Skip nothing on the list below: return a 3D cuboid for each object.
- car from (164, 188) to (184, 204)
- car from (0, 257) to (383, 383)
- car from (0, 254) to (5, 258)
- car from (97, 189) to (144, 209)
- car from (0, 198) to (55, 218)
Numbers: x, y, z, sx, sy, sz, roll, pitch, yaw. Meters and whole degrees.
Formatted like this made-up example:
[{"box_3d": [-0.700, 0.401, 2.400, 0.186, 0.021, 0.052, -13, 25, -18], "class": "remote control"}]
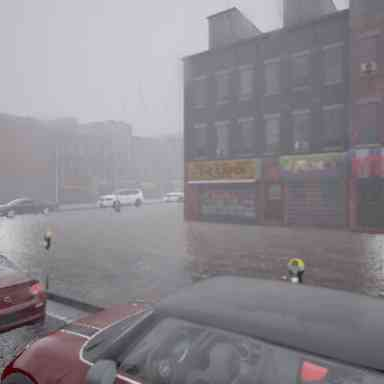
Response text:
[{"box_3d": [-1.456, 0.435, 45.066, 2.150, 2.045, 5.566, 0, 1, 35], "class": "car"}, {"box_3d": [0.226, 1.449, 2.644, 4.097, 1.590, 1.967, 0, 0, 36], "class": "car"}, {"box_3d": [-4.222, 1.629, 5.819, 4.206, 1.307, 1.802, -1, 0, 36], "class": "car"}, {"box_3d": [-7.707, 0.701, 36.292, 2.150, 2.045, 5.566, 0, 1, 35], "class": "car"}, {"box_3d": [-13.889, 1.261, 27.586, 1.837, 1.490, 4.892, 0, 1, 35], "class": "car"}]
